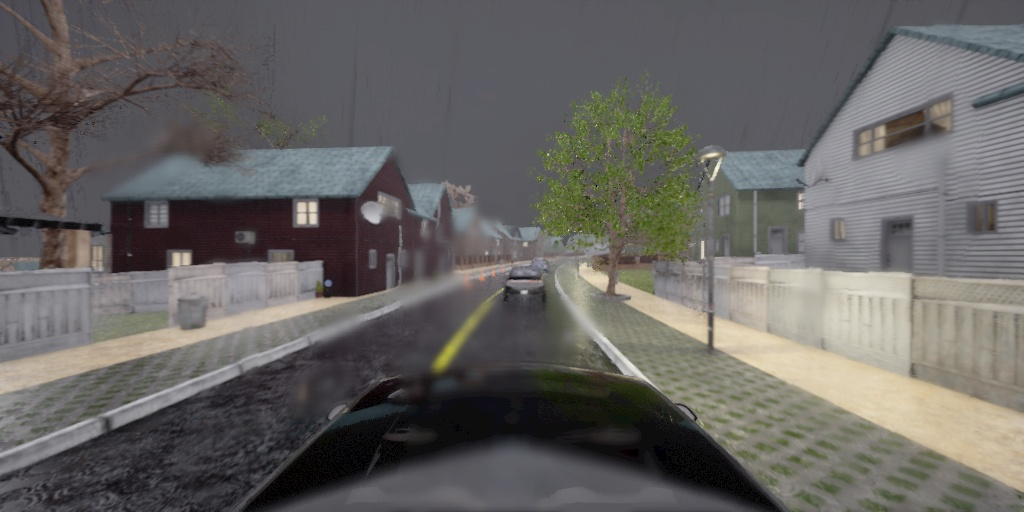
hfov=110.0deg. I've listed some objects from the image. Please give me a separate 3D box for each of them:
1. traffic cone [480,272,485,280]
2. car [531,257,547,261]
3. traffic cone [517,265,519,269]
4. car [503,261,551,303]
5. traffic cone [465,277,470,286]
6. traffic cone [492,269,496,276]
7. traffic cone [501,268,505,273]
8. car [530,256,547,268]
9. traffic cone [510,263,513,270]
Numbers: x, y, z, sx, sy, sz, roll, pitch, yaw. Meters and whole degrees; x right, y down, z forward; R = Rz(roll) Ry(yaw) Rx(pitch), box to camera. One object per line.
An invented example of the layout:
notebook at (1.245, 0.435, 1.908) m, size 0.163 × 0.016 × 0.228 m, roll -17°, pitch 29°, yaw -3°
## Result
traffic cone at (-2.322, 1.567, 28.161) m, size 0.340 × 0.580 × 0.340 m, roll 0°, pitch 0°, yaw 6°
car at (3.126, 1.075, 38.557) m, size 2.033 × 1.411 × 5.357 m, roll 0°, pitch 1°, yaw 9°
traffic cone at (0.784, 1.381, 48.120) m, size 0.340 × 0.580 × 0.340 m, roll 0°, pitch 0°, yaw 11°
car at (0.668, 1.197, 16.498) m, size 2.128 × 1.511 × 4.902 m, roll 0°, pitch 1°, yaw 4°
traffic cone at (-2.838, 1.606, 23.135) m, size 0.340 × 0.580 × 0.340 m, roll 0°, pitch 0°, yaw 5°
traffic cone at (-1.701, 1.529, 33.173) m, size 0.340 × 0.580 × 0.340 m, roll 0°, pitch 0°, yaw 8°
traffic cone at (-0.976, 1.487, 38.173) m, size 0.340 × 0.580 × 0.340 m, roll 0°, pitch 0°, yaw 9°
car at (3.823, 0.853, 51.839) m, size 1.882 × 1.535 × 5.008 m, roll 0°, pitch 1°, yaw 11°
traffic cone at (-0.148, 1.438, 43.156) m, size 0.340 × 0.580 × 0.340 m, roll 0°, pitch 0°, yaw 10°
